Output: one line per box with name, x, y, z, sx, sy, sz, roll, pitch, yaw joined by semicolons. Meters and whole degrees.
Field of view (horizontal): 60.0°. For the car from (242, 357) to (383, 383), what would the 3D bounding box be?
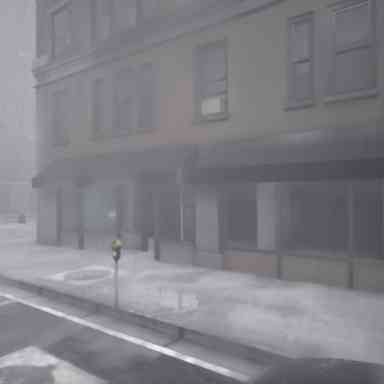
car;2.073;1.541;1.368;4.403;1.369;2.008;-1;0;36
